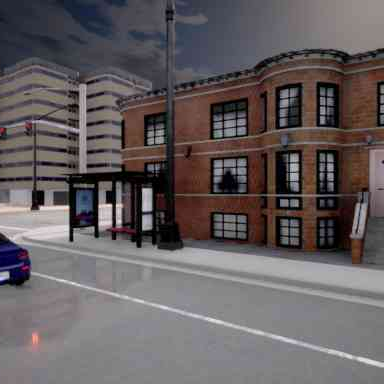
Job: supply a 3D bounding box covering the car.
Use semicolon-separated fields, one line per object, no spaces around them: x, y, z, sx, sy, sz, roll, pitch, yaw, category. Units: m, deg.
-5.687;1.514;8.005;4.674;1.442;1.812;0;0;36;car
